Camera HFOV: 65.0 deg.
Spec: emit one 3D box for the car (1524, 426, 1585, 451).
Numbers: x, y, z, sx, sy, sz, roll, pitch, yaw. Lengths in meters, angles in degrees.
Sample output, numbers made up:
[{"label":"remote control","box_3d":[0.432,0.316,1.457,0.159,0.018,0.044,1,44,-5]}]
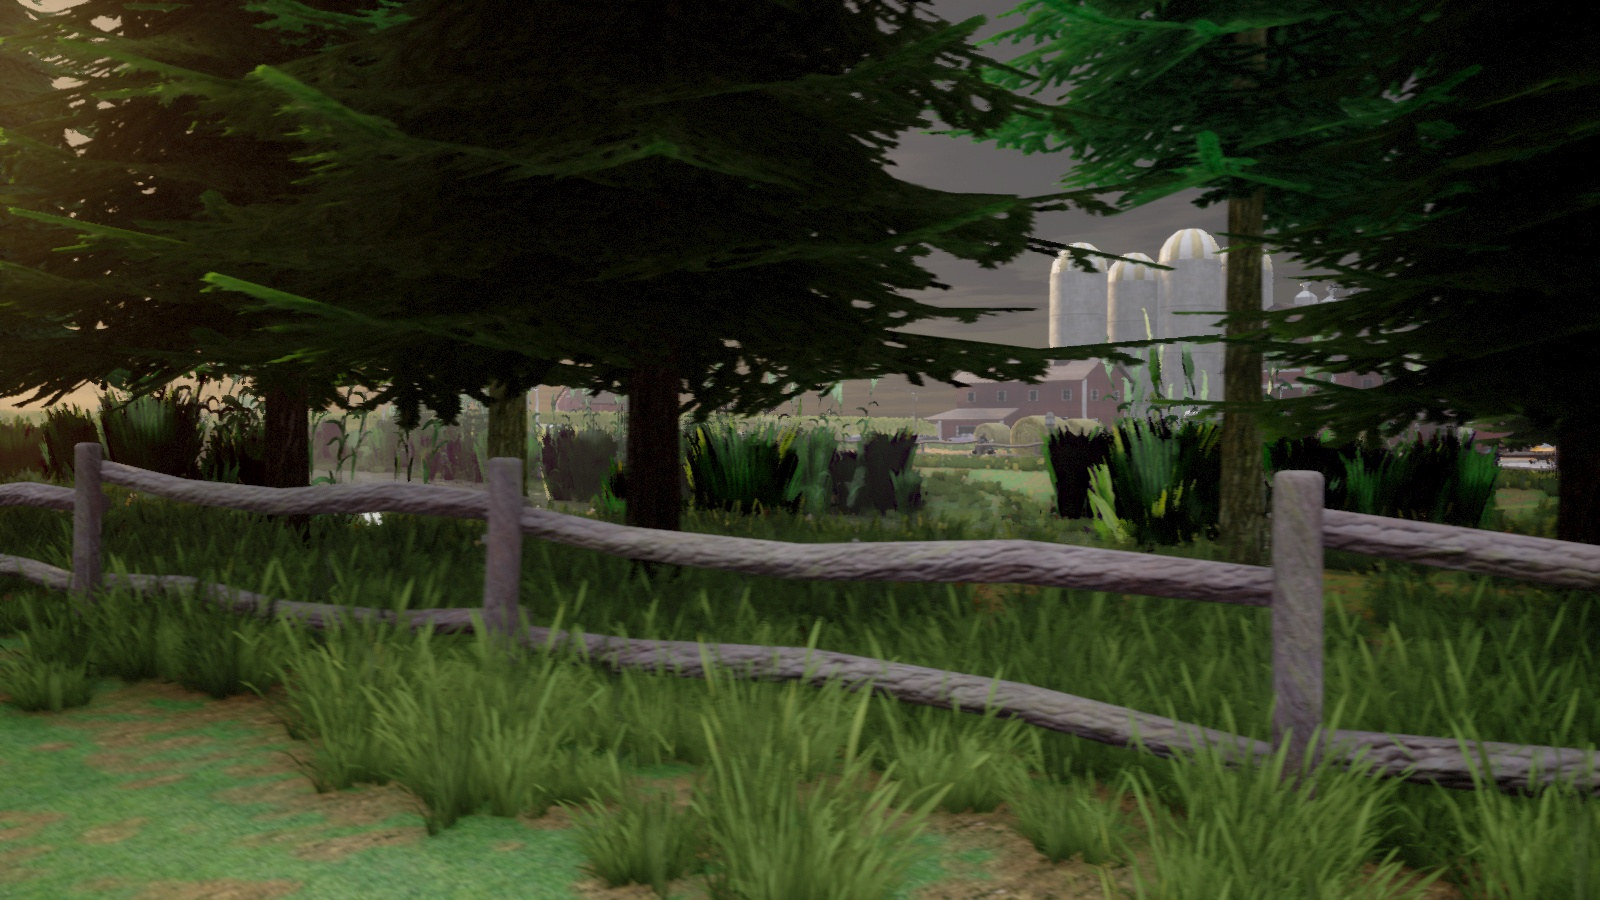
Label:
[{"label":"car","box_3d":[47.301,-0.750,78.669,5.008,1.535,1.882,-1,1,-42]}]
